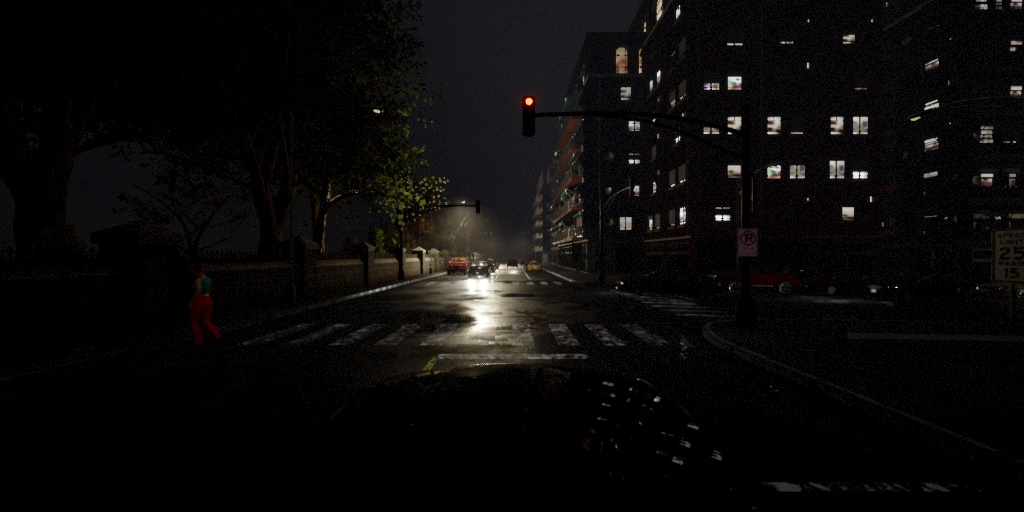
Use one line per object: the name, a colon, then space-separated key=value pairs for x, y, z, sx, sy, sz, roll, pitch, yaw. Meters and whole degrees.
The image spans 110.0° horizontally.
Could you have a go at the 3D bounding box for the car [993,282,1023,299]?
car: x=31.538 y=1.857 z=22.013 sx=4.829 sy=1.417 sz=1.751 roll=0 pitch=0 yaw=0

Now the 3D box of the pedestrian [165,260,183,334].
pedestrian: x=-7.748 y=0.891 z=8.412 sx=0.375 sy=1.860 sz=0.375 roll=0 pitch=0 yaw=0

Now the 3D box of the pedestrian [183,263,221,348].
pedestrian: x=-6.747 y=1.043 z=7.812 sx=0.375 sy=1.860 sz=0.375 roll=0 pitch=0 yaw=0

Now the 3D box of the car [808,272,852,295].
car: x=20.316 y=1.671 z=21.992 sx=4.507 sy=1.381 sz=1.888 roll=0 pitch=0 yaw=0

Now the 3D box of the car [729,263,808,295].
car: x=14.622 y=1.338 z=21.981 sx=5.009 sy=1.841 sz=2.192 roll=0 pitch=0 yaw=0

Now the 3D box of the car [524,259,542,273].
car: x=2.741 y=1.283 z=44.286 sx=1.751 sy=1.417 sz=4.829 roll=0 pitch=0 yaw=0

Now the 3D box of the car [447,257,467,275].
car: x=-5.646 y=1.070 z=38.590 sx=2.192 sy=1.841 sz=5.009 roll=0 pitch=0 yaw=0

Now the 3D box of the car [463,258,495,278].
car: x=-3.063 y=1.245 z=34.348 sx=2.128 sy=1.511 sz=4.902 roll=0 pitch=0 yaw=0

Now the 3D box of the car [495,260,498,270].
car: x=-3.044 y=1.263 z=44.387 sx=1.837 sy=1.490 sz=4.892 roll=0 pitch=0 yaw=0

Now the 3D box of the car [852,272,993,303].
car: x=22.025 y=1.660 z=19.400 sx=4.902 sy=1.511 sz=2.128 roll=1 pitch=0 yaw=0

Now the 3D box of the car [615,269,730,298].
car: x=8.509 y=1.452 z=19.730 sx=5.357 sy=1.411 sz=2.033 roll=2 pitch=0 yaw=5

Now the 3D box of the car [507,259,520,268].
car: x=0.075 y=1.249 z=63.484 sx=1.882 sy=1.535 sz=5.008 roll=0 pitch=0 yaw=0

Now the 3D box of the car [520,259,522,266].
car: x=2.754 y=1.316 z=55.187 sx=2.007 sy=1.370 sz=4.403 roll=0 pitch=0 yaw=0

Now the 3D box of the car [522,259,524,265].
car: x=2.747 y=1.307 z=49.651 sx=1.888 sy=1.381 sz=4.507 roll=0 pitch=0 yaw=0
